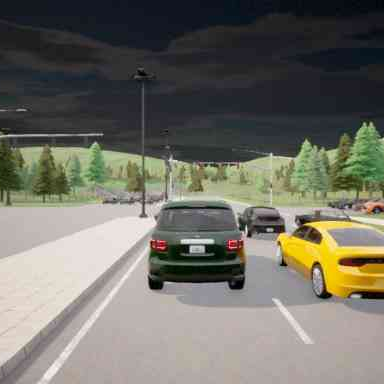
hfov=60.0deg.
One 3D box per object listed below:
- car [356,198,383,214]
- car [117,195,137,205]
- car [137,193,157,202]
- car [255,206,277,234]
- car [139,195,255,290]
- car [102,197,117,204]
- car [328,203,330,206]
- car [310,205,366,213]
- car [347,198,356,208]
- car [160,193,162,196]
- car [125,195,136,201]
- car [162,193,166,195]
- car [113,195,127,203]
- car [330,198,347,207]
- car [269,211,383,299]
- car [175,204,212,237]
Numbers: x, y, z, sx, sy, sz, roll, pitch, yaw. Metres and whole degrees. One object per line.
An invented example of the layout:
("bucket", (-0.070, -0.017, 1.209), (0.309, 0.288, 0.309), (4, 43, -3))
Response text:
("car", (20.037, 1.352, 34.424), (4.553, 1.767, 2.097), (0, 0, 0))
("car", (-11.709, 1.526, 60.205), (1.812, 1.442, 4.674), (0, 0, 1))
("car", (-8.164, 1.491, 60.555), (2.128, 1.511, 4.902), (0, 0, 0))
("car", (3.574, 1.505, 17.712), (1.837, 1.490, 4.892), (0, 0, 0))
("car", (0.088, 1.221, 9.232), (2.150, 2.045, 5.566), (0, 0, 0))
("car", (-15.154, 1.564, 61.629), (1.994, 1.385, 4.181), (0, 0, 0))
("car", (21.221, 1.547, 44.918), (5.357, 1.411, 2.033), (0, 0, 1))
("car", (7.074, 1.601, 17.887), (1.895, 1.301, 4.718), (0, 0, 0))
("car", (20.727, 1.526, 37.925), (4.674, 1.442, 1.812), (0, 0, 1))
("car", (-8.115, 1.355, 69.635), (2.097, 1.767, 4.553), (0, 0, 0))
("car", (-15.137, 1.478, 82.584), (1.882, 1.535, 5.008), (0, 0, 0))
("car", (-8.135, 1.552, 81.559), (1.994, 1.385, 4.181), (0, 0, 0))
("car", (-15.116, 1.500, 70.302), (1.837, 1.490, 4.892), (0, 0, 0))
("car", (20.351, 1.505, 41.428), (4.892, 1.490, 1.837), (0, 0, 1))
("car", (3.586, 1.478, 8.488), (1.882, 1.535, 5.008), (0, 0, 0))
("car", (0.072, 1.505, 19.089), (1.837, 1.490, 4.892), (0, 0, 0))
